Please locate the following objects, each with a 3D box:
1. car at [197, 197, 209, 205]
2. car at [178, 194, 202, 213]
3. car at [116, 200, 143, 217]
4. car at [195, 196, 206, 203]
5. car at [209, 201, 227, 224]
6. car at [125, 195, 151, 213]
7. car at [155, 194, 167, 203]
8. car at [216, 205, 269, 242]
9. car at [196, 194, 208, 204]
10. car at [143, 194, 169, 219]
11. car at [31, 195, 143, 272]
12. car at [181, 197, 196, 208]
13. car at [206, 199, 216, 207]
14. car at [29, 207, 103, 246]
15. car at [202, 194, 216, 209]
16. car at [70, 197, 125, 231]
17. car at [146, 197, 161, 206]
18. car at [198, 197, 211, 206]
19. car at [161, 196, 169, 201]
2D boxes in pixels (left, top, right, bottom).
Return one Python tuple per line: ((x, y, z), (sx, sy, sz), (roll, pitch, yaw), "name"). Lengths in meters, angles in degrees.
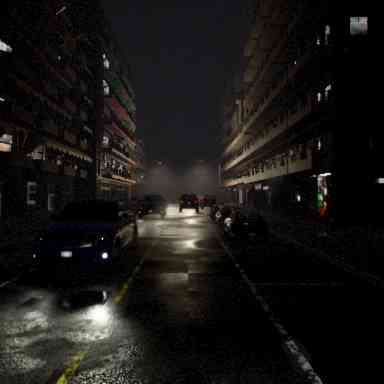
((1.958, 1.575, 60.724), (1.887, 1.381, 4.507), (1, 0, -1), "car")
((-0.350, 1.237, 37.759), (2.150, 2.045, 5.566), (0, 0, -1), "car")
((-6.069, 1.538, 32.645), (1.752, 1.417, 4.829), (1, 0, -1), "car")
((1.817, 1.589, 71.860), (2.008, 1.369, 4.403), (1, 0, -1), "car")
((2.450, 1.558, 21.753), (2.008, 1.369, 4.403), (1, 0, -1), "car")
((-6.138, 1.331, 38.383), (2.192, 1.841, 5.009), (1, 0, -1), "car")
((-6.560, 1.354, 71.787), (2.192, 1.841, 5.009), (1, 0, -1), "car")
((2.520, 1.556, 16.186), (2.008, 1.369, 4.403), (1, 0, -1), "car")
((1.890, 1.349, 66.292), (2.192, 1.841, 5.009), (1, 0, -1), "car")
((-3.457, 1.233, 30.046), (2.150, 2.045, 5.566), (0, 0, -1), "car")
((-3.218, 1.225, 11.203), (2.150, 2.045, 5.566), (0, 0, -1), "car")
((-0.483, 1.513, 48.243), (2.128, 1.511, 4.902), (0, 0, -1), "car")
((2.378, 1.535, 27.490), (1.752, 1.417, 4.829), (1, 0, -1), "car")
((-5.860, 1.550, 16.113), (1.887, 1.381, 4.507), (1, 0, -1), "car")
((2.172, 1.334, 44.023), (2.192, 1.841, 5.009), (1, 0, -1), "car")
((-5.927, 1.323, 21.681), (2.192, 1.841, 5.009), (1, 0, -1), "car")
((-6.352, 1.593, 55.086), (1.947, 1.339, 4.313), (1, 0, -1), "car")
((2.028, 1.577, 55.157), (2.008, 1.369, 4.403), (1, 0, -1), "car")
((-6.704, 1.630, 82.922), (1.802, 1.307, 4.206), (1, 0, -1), "car")
